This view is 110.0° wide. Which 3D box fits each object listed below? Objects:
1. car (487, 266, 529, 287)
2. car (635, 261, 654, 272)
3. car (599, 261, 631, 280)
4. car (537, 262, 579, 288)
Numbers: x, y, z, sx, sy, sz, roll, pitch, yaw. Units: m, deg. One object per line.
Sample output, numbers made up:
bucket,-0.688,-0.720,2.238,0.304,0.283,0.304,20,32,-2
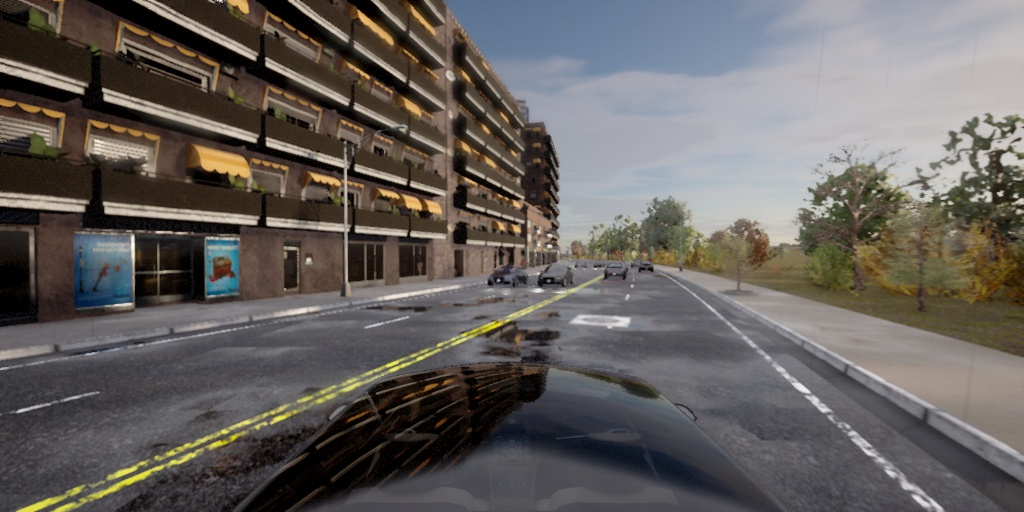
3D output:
car,-0.205,1.427,25.549,1.994,1.385,4.181,0,0,20
car,17.809,1.408,47.890,1.837,1.490,4.892,0,0,17
car,9.622,1.359,33.194,2.128,1.511,4.902,0,0,19
car,3.179,1.357,25.333,1.837,1.490,4.892,0,0,20
